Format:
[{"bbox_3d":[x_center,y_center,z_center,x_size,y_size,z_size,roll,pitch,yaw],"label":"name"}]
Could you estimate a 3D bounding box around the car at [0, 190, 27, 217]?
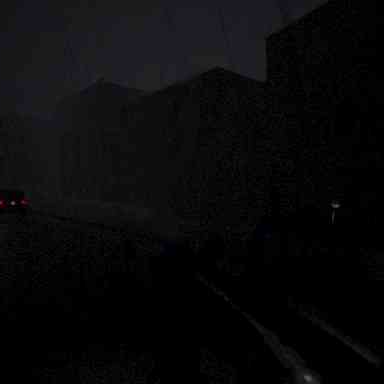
[{"bbox_3d":[-14.377,0.846,25.509,2.150,2.045,5.566,0,1,-41],"label":"car"}]
